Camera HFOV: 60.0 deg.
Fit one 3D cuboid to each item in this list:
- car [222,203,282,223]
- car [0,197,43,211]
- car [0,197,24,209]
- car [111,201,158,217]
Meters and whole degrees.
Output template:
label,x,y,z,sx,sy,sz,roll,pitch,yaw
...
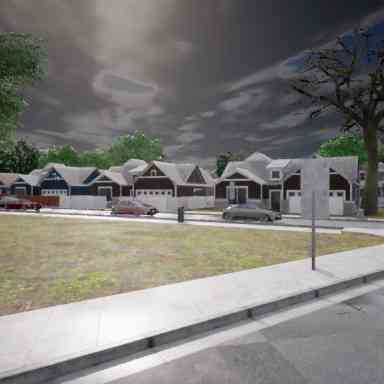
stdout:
label,x,y,z,sx,sy,sz,roll,pitch,yaw
car,4.297,1.494,24.038,4.181,1.385,1.994,0,0,30
car,-18.643,1.424,36.464,4.718,1.301,1.895,0,0,28
car,-23.773,1.332,42.410,4.674,1.442,1.812,0,0,28
car,-5.060,1.449,29.291,4.181,1.385,1.994,0,0,28
